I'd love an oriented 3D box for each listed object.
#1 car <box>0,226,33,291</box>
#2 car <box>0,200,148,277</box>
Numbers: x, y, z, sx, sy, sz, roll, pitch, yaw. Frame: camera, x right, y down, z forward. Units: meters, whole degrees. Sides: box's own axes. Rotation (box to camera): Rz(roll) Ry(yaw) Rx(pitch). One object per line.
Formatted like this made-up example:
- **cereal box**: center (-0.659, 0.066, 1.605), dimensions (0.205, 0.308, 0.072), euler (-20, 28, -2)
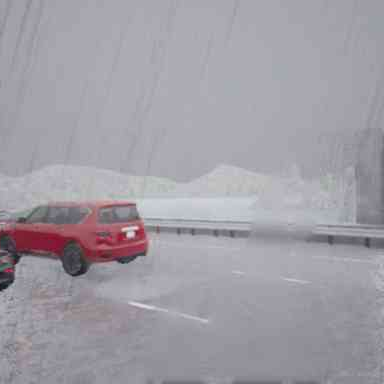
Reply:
- **car**: center (-6.056, 1.621, 7.895), dimensions (4.674, 1.442, 1.812), euler (-1, 0, 33)
- **car**: center (-3.966, 1.303, 10.734), dimensions (5.566, 2.045, 2.150), euler (-1, 0, 33)
